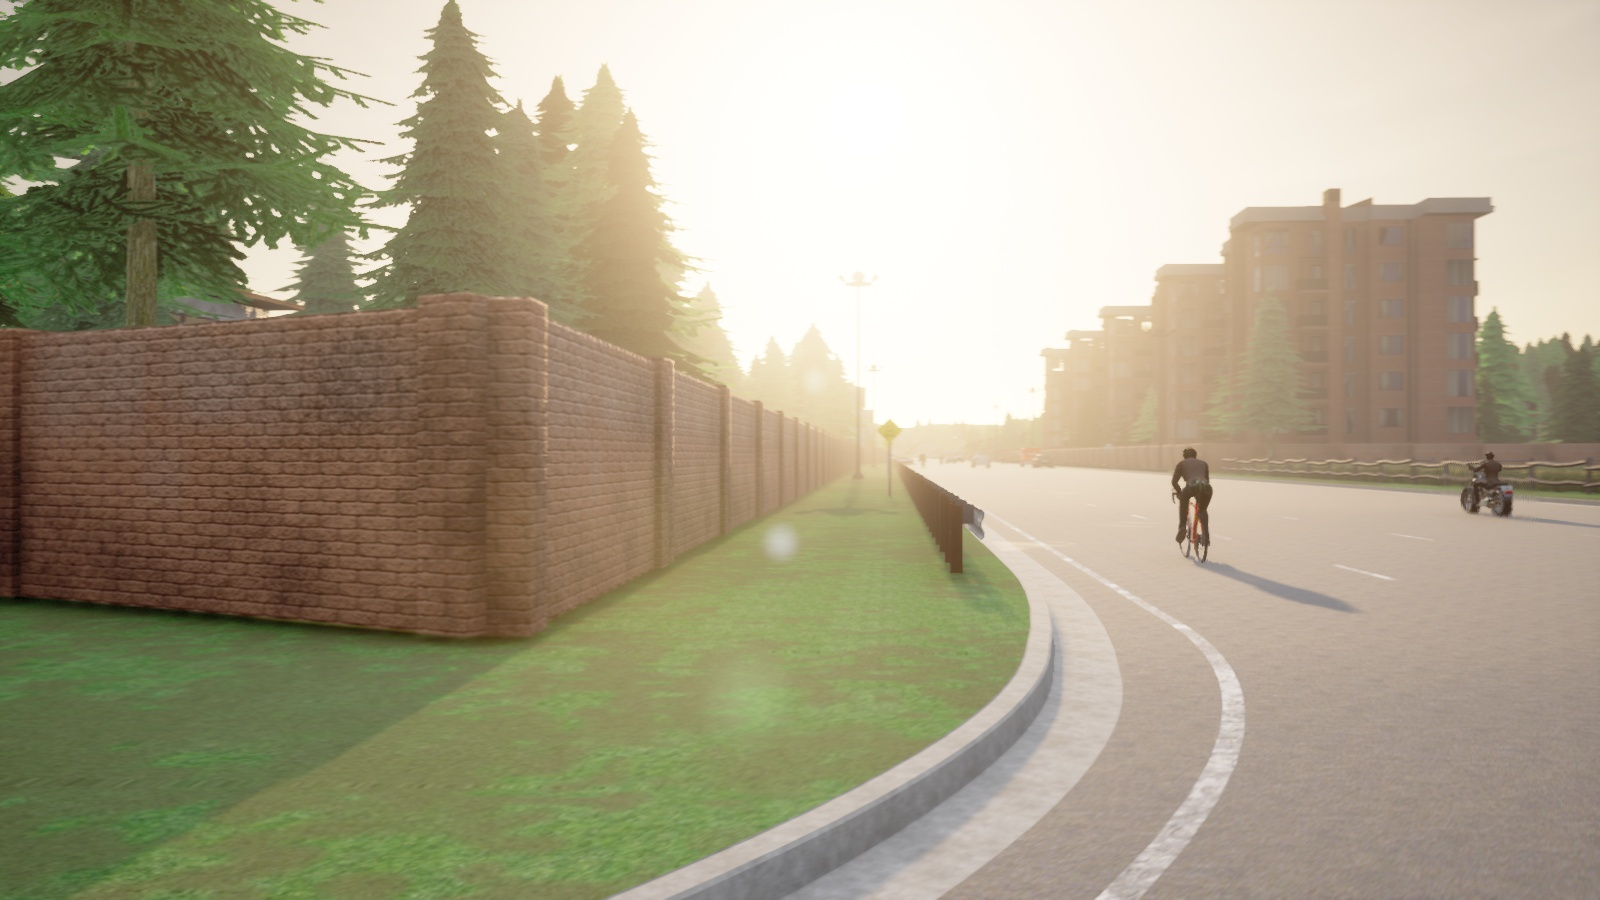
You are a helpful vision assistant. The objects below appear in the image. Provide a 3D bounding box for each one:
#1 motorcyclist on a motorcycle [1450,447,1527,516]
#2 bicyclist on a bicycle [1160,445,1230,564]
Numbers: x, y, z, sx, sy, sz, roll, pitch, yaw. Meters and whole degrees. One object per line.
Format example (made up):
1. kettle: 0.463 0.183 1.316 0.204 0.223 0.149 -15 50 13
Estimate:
1. motorcyclist on a motorcycle: 17.139 0.763 31.338 0.766 1.649 2.350 0 -1 4
2. bicyclist on a bicycle: 5.600 0.752 17.877 0.582 1.620 1.656 0 -1 4
